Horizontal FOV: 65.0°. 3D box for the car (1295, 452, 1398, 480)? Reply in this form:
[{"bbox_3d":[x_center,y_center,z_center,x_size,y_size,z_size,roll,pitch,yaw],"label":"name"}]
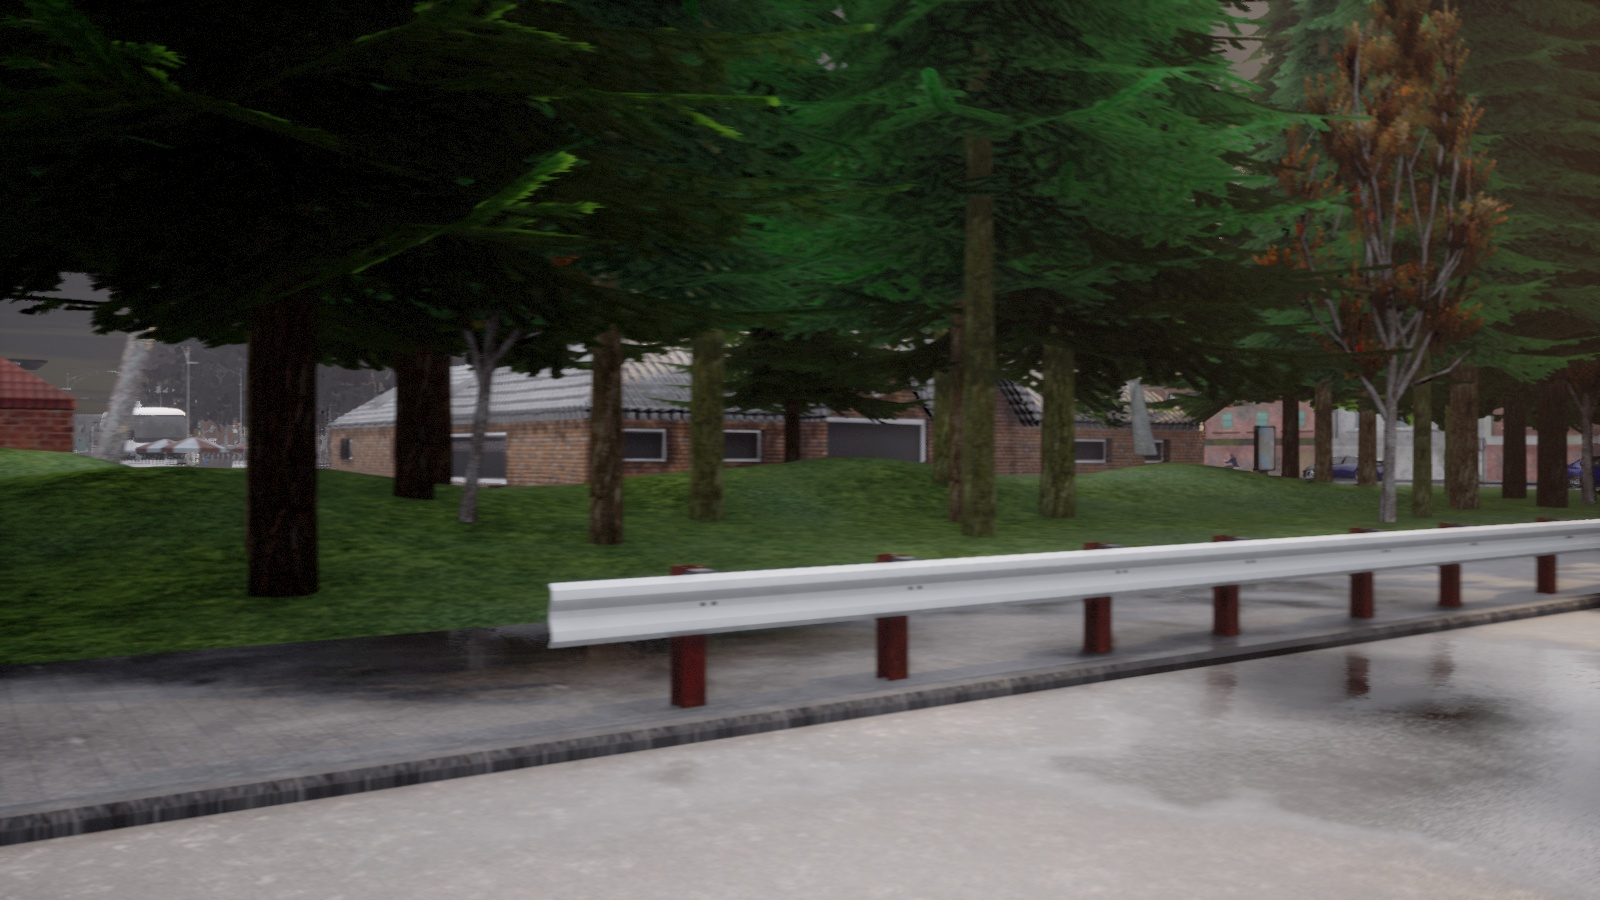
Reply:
[{"bbox_3d":[30.381,0.872,69.927,2.163,1.488,4.792,0,0,-35],"label":"car"}]

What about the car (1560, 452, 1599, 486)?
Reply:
[{"bbox_3d":[35.913,0.837,54.932,1.816,1.474,4.193,0,0,-35],"label":"car"}]

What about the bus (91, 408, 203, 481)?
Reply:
[{"bbox_3d":[-40.911,-0.349,78.457,3.944,4.253,10.273,-2,1,-40],"label":"bus"}]
